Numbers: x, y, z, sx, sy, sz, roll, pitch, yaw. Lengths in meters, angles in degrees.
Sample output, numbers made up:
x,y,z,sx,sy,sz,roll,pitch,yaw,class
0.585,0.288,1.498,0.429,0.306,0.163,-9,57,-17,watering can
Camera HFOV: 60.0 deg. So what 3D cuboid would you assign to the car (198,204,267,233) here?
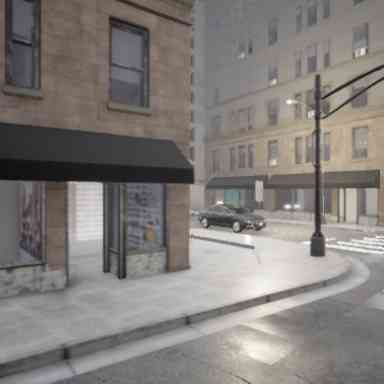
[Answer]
x,y,z,sx,sy,sz,roll,pitch,yaw,class
2.335,1.533,20.139,1.837,1.490,4.892,0,0,-36,car
